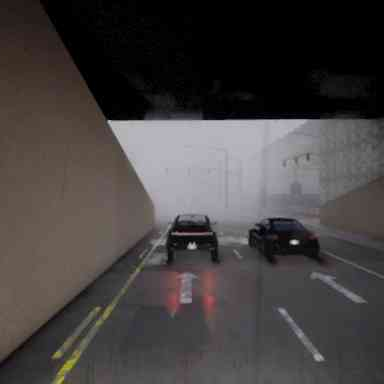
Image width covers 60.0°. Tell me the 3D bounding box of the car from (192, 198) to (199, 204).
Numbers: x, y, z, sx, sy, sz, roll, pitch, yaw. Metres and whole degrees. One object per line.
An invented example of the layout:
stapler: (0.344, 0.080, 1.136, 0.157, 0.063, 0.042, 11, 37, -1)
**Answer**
car: (0.829, 2.246, 81.908, 2.033, 1.411, 5.357, 0, -1, 1)

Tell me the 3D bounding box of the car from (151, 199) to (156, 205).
car: (-9.723, 2.410, 79.989, 2.033, 1.411, 5.357, 0, -1, 1)

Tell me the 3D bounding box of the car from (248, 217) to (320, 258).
car: (3.518, 1.712, 13.421, 1.994, 1.385, 4.181, 0, -1, 0)

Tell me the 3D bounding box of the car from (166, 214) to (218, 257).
car: (0.016, 1.641, 13.528, 2.128, 1.511, 4.902, 0, 0, 0)

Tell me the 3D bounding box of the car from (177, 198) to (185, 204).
car: (-2.670, 2.247, 81.995, 2.033, 1.411, 5.357, 0, -1, 1)

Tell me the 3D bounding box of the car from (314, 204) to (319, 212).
car: (17.537, 1.925, 43.370, 2.038, 1.542, 4.974, -1, -1, 45)
